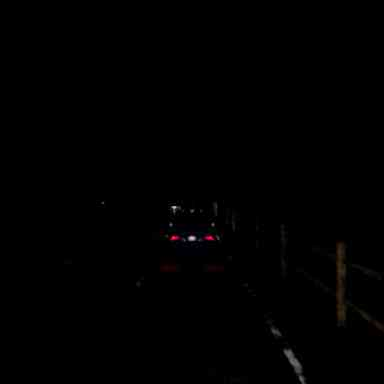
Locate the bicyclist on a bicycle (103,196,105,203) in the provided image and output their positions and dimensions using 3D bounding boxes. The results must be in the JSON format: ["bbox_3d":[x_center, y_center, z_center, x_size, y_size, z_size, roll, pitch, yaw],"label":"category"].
[{"bbox_3d":[-22.477,1.909,84.875,0.582,1.620,1.656,1,0,1],"label":"bicyclist on a bicycle"}]

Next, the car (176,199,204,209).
[{"bbox_3d":[0.004,1.619,29.077,2.097,1.767,4.553,0,-1,0],"label":"car"}]

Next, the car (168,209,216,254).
[{"bbox_3d":[0.002,1.677,13.995,2.033,1.411,5.357,0,0,0],"label":"car"}]

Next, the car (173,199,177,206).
[{"bbox_3d":[-2.749,2.143,67.349,1.812,1.442,4.674,0,-1,0],"label":"car"}]
